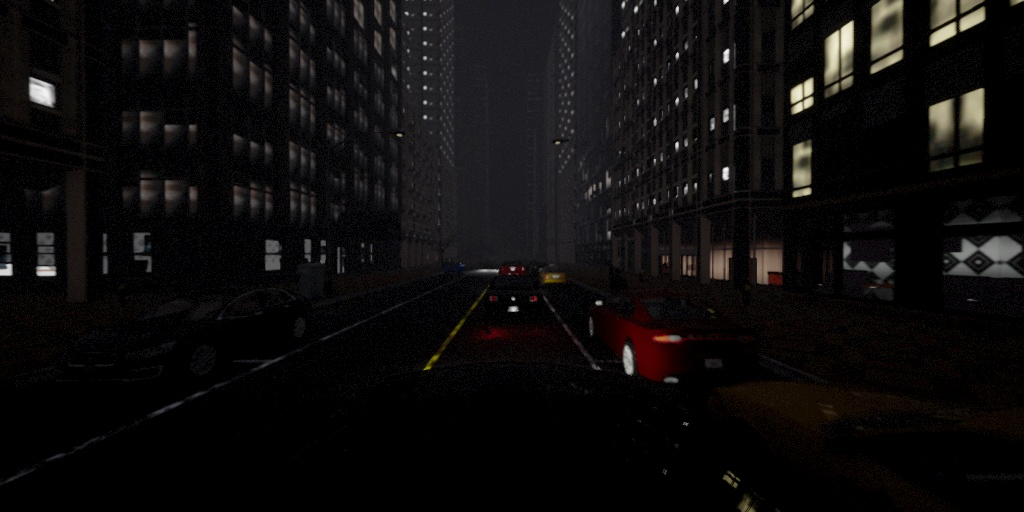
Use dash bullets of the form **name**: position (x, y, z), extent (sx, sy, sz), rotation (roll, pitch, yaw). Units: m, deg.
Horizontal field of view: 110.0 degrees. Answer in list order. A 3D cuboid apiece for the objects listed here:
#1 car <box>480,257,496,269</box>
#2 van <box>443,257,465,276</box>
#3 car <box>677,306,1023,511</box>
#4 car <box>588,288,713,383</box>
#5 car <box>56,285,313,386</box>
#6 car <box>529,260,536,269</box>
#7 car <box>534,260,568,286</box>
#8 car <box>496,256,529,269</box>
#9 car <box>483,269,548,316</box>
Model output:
- **car**: position (-3.069, 1.213, 51.564), extent (1.895, 1.301, 4.718), rotation (0, 0, 0)
- **van**: position (-5.682, 1.004, 35.503), extent (1.690, 1.789, 3.998), rotation (0, 0, 0)
- **car**: position (2.689, 1.276, 1.475), extent (1.751, 1.417, 4.829), rotation (0, 0, 0)
- **car**: position (2.691, 1.284, 7.004), extent (1.888, 1.381, 4.507), rotation (0, 0, 0)
- **car**: position (-5.689, 1.289, 7.008), extent (2.007, 1.370, 4.403), rotation (0, 0, 0)
- **car**: position (2.698, 1.229, 35.497), extent (1.948, 1.339, 4.313), rotation (0, 0, 0)
- **car**: position (2.696, 1.221, 24.270), extent (1.751, 1.417, 4.829), rotation (0, 0, 0)
- **car**: position (0.073, 1.032, 29.269), extent (2.097, 1.767, 4.553), rotation (0, 0, 0)
- **car**: position (0.066, 1.325, 13.155), extent (1.895, 1.301, 4.718), rotation (0, 0, 0)
